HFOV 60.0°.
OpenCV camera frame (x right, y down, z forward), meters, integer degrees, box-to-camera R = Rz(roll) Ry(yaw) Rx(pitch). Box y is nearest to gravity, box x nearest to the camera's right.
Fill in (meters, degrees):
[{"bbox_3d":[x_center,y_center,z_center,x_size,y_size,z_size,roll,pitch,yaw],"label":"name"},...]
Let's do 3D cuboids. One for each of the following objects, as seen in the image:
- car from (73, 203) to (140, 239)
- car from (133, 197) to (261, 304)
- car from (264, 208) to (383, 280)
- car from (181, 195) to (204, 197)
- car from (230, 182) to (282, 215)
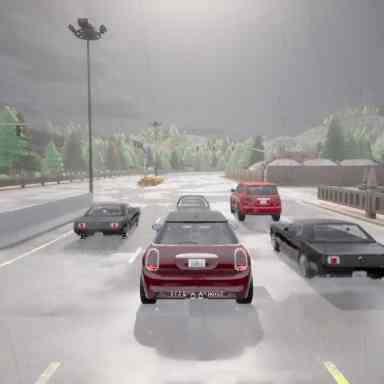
[{"bbox_3d":[-3.453,1.110,14.481,1.895,1.301,4.718,0,4,0],"label":"car"},{"bbox_3d":[0.077,1.191,7.985,2.097,1.767,4.553,0,2,0],"label":"car"},{"bbox_3d":[3.571,1.387,9.315,1.895,1.301,4.718,0,2,0],"label":"car"},{"bbox_3d":[0.035,0.859,17.367,2.033,1.411,5.357,0,4,0],"label":"car"},{"bbox_3d":[3.524,0.412,19.132,2.150,2.045,5.566,0,4,0],"label":"car"}]
